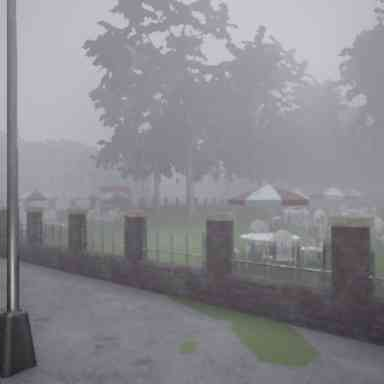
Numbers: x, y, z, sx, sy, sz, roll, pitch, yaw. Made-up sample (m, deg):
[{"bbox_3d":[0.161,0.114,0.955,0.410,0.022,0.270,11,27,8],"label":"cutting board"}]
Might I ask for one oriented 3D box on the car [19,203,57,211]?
[{"bbox_3d":[-16.989,1.958,35.763,2.128,1.511,4.902,-1,-1,37],"label":"car"}]
